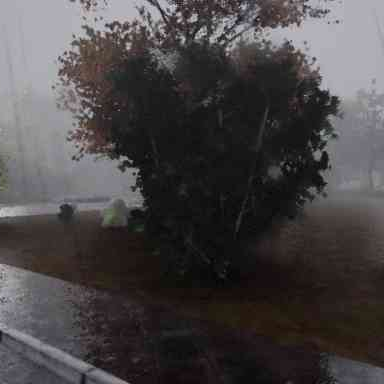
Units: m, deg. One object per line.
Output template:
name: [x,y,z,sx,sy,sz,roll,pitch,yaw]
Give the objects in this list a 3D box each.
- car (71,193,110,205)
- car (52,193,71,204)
car: [-13.788,0.999,46.054,1.895,1.301,4.718,0,2,39]
car: [-17.364,0.922,47.189,2.128,1.511,4.902,0,2,39]
